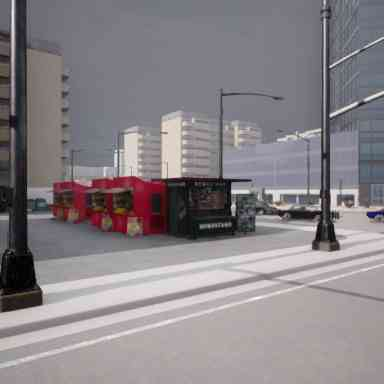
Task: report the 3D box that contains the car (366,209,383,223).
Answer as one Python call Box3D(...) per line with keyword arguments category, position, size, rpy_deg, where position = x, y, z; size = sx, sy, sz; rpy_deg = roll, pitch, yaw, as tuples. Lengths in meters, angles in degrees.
Box3D(category="car", position=(15.325, 1.658, 23.915), size=(1.895, 1.301, 4.718), rpy_deg=(0, 0, -36))

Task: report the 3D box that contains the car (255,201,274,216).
Box3D(category="car", position=(6.891, 1.712, 35.536), size=(1.837, 1.490, 4.892), rpy_deg=(0, 0, -36))

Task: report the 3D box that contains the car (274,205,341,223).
Box3D(category="car", position=(9.225, 1.706, 26.370), size=(1.895, 1.301, 4.718), rpy_deg=(0, -1, -36))

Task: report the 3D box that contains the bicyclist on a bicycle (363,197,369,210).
Box3D(category="bicyclist on a bicycle", position=(22.232, 1.466, 42.453), size=(1.656, 1.620, 0.582), rpy_deg=(0, 0, -36))
